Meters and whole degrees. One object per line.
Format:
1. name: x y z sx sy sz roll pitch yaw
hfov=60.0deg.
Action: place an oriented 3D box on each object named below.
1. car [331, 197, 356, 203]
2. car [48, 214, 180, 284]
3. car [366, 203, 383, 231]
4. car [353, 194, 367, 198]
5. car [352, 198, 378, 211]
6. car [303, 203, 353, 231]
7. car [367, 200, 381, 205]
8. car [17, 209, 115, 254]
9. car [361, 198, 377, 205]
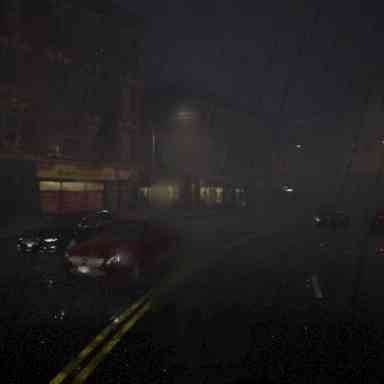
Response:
1. car: 20.331 1.722 45.787 2.033 1.411 5.357 0 0 41
2. car: -1.766 1.513 9.808 1.812 1.442 4.674 0 0 18
3. car: 12.420 1.610 20.418 1.837 1.490 4.892 0 0 40
4. car: 31.928 1.501 63.465 2.435 2.045 5.566 0 0 41
5. car: 22.997 1.797 43.520 1.895 1.301 4.718 0 0 41
6. car: 8.678 1.639 21.277 1.994 1.385 4.181 0 0 38
7. car: 20.115 1.772 34.649 1.895 1.301 4.718 0 0 41
8. car: -4.356 1.472 12.950 1.837 1.490 4.892 0 0 21
9. car: 36.776 1.908 69.048 1.895 1.301 4.718 0 0 41
